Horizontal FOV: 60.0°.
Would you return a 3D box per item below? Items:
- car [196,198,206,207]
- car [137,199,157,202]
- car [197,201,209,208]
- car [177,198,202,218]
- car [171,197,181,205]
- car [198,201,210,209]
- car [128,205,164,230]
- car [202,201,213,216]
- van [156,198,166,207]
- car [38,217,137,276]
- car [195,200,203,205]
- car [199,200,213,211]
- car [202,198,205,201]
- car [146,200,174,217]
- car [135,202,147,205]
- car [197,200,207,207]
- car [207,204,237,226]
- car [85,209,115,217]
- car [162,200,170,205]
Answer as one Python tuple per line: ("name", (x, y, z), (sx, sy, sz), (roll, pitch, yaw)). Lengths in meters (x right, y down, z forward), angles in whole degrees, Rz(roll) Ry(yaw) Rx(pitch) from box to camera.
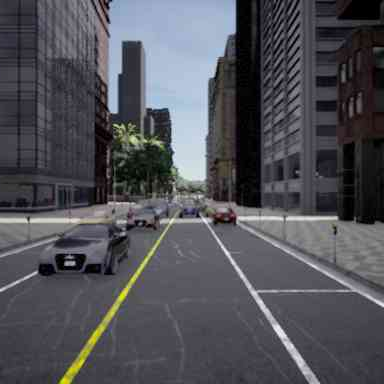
("car", (2.001, 2.311, 75.484), (2.192, 1.841, 5.009), (0, -1, -1))
("car", (-6.191, 1.873, 42.861), (2.192, 1.841, 5.009), (0, -1, -1))
("car", (2.113, 2.399, 64.632), (2.008, 1.369, 4.403), (0, -1, -1))
("car", (-0.257, 1.819, 36.182), (2.097, 1.767, 4.553), (0, -1, 0))
("car", (-3.767, 2.508, 76.426), (1.812, 1.442, 4.674), (0, -1, -1))
("car", (2.167, 2.319, 59.208), (1.887, 1.381, 4.507), (0, -1, -1))
("car", (-3.308, 1.863, 23.265), (1.994, 1.385, 4.181), (0, -1, 0))
("car", (2.388, 2.011, 37.681), (1.752, 1.417, 4.829), (0, -1, -1))
("van", (-6.469, 2.267, 69.987), (1.690, 1.788, 3.998), (0, -1, -1))
("car", (-3.195, 1.703, 10.671), (1.994, 1.385, 4.181), (0, -1, -1))
("car", (1.892, 2.708, 86.330), (1.947, 1.339, 4.313), (0, -1, -1))
("car", (2.223, 2.141, 53.785), (1.967, 1.590, 4.097), (0, -1, -1))
("car", (2.278, 2.068, 48.361), (1.967, 1.590, 4.097), (0, -1, -1))
("car", (-3.466, 1.974, 37.129), (2.128, 1.511, 4.902), (0, -1, -1))
("car", (-6.135, 2.068, 37.433), (1.802, 1.307, 4.206), (0, -1, -1))
("car", (2.056, 2.450, 70.227), (1.752, 1.417, 4.829), (0, -1, -1))
("car", (2.501, 1.886, 26.662), (1.887, 1.381, 4.507), (0, -1, -1))
("car", (-5.967, 1.797, 20.987), (1.752, 1.417, 4.829), (0, -1, -1))
("car", (-6.634, 2.727, 86.260), (1.802, 1.307, 4.206), (0, -1, -1))
